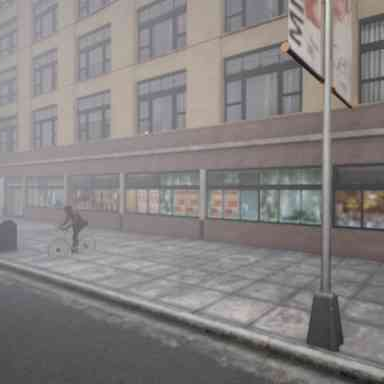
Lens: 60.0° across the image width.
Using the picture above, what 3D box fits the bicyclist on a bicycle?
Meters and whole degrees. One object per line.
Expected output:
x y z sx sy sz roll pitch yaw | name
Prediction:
-3.617 1.228 10.116 0.582 1.620 1.656 1 1 37 | bicyclist on a bicycle
